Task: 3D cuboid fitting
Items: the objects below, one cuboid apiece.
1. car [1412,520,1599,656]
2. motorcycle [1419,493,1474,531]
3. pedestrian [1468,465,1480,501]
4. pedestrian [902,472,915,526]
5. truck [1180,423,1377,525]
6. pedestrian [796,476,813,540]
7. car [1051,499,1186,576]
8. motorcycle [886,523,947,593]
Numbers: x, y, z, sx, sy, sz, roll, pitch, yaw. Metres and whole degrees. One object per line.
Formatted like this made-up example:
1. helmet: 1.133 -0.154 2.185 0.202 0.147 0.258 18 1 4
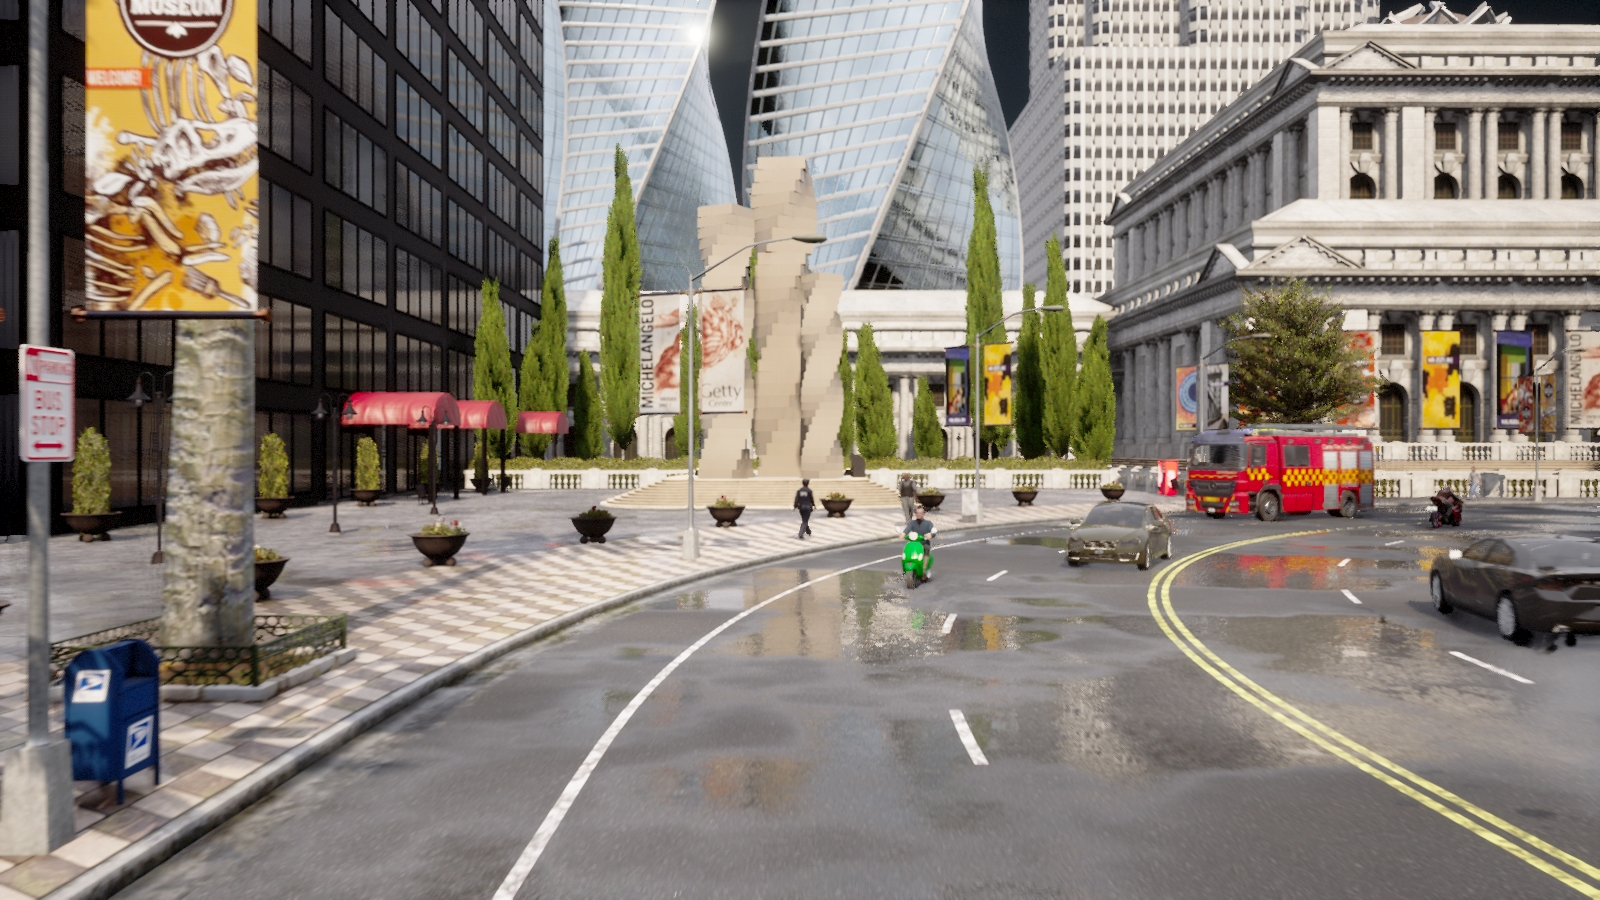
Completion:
1. car: 11.544 2.034 17.919 2.097 1.535 5.006 0 0 12
2. motorcycle: 23.175 2.206 40.956 2.209 1.251 0.867 0 1 -36
3. pedestrian: 35.198 1.697 59.678 0.375 1.860 0.375 0 0 -21
4. pedestrian: 3.788 1.697 39.793 0.375 1.860 0.375 0 0 22
5. truck: 19.510 0.891 46.383 8.468 3.827 2.891 0 0 -30
6. pedestrian: 0.125 1.698 33.510 0.375 1.860 0.375 0 0 21
7. car: 7.934 2.061 28.155 2.231 1.480 4.892 0 0 28
8. motorcycle: 2.414 2.182 23.421 0.856 1.236 1.805 1 0 19
